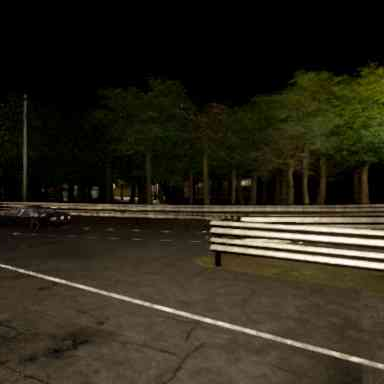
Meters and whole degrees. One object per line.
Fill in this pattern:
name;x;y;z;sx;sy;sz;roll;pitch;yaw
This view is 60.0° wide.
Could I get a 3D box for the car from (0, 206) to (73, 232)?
car;-9.850;1.544;20.074;5.357;1.411;2.033;0;0;20
